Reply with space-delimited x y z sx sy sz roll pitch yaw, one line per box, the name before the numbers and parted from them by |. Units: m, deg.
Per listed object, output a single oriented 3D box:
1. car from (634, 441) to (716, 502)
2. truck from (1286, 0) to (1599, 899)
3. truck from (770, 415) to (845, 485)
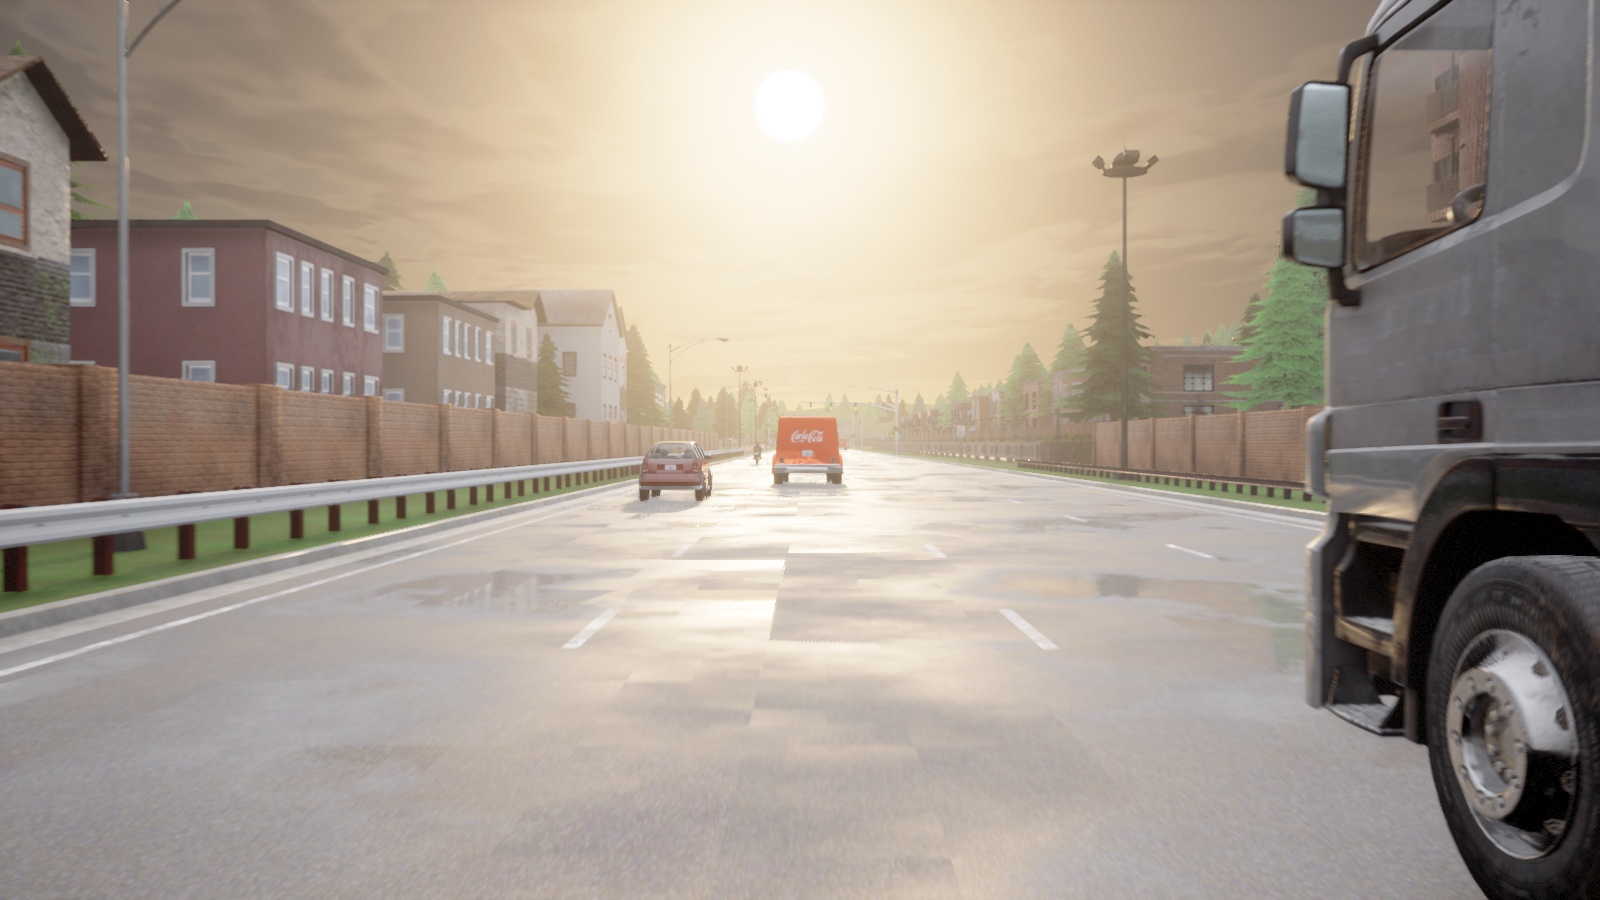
car | -3.293 0.533 33.697 1.789 1.549 3.705 0 0 0
truck | 3.524 -0.241 1.445 2.891 3.462 7.936 0 0 0
truck | 0.283 -0.004 47.046 2.627 2.467 5.204 0 0 0
